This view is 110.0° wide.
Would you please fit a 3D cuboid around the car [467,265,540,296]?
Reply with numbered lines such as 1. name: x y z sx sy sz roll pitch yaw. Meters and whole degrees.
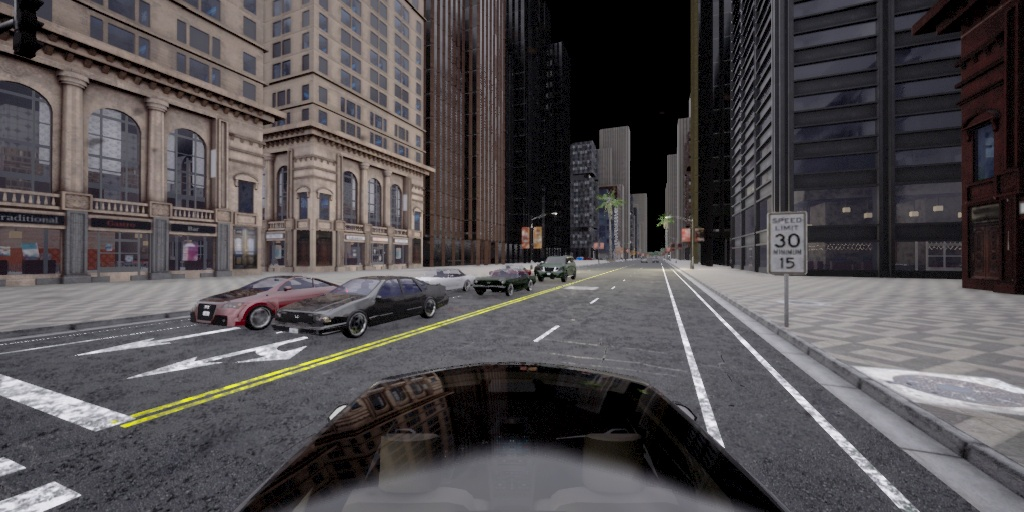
1. car: -0.287 1.357 19.444 1.895 1.301 4.718 0 0 23

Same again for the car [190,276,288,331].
1. car: -7.198 1.315 11.173 1.994 1.385 4.181 0 0 23

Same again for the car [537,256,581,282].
1. car: 3.785 0.986 29.336 2.150 2.045 5.566 0 0 22

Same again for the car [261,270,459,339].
1. car: -3.934 1.299 10.576 2.033 1.411 5.357 0 0 22

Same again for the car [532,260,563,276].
1. car: 3.836 1.250 37.915 1.882 1.535 5.008 0 0 23

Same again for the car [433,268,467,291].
1. car: -3.871 1.356 19.278 1.895 1.301 4.718 0 0 22

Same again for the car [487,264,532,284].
1. car: -0.081 1.363 28.490 1.895 1.301 4.718 0 0 23
